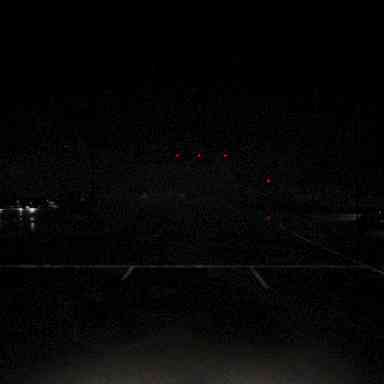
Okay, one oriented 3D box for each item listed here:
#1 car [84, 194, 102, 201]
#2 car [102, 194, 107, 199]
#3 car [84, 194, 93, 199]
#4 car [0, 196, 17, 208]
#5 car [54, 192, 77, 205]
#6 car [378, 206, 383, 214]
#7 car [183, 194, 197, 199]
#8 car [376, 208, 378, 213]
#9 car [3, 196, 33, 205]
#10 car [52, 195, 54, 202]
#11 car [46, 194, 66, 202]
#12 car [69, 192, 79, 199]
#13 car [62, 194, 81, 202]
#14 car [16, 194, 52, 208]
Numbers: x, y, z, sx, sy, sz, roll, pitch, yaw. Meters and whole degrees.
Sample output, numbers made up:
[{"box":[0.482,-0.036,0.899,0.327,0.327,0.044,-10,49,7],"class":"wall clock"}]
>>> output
[{"box":[-21.052,1.243,69.265,2.128,1.511,4.902,0,0,0],"class":"car"},{"box":[-23.010,1.172,85.436,2.128,1.511,4.902,0,0,-14],"class":"car"},{"box":[-27.116,1.234,87.121,1.895,1.301,4.718,0,0,-14],"class":"car"},{"box":[-24.618,1.336,43.492,1.837,1.490,4.892,0,0,0],"class":"car"},{"box":[-21.105,1.002,55.415,2.150,2.045,5.566,0,0,0],"class":"car"},{"box":[17.652,1.260,26.037,4.553,1.767,2.097,0,0,6],"class":"car"},{"box":[-0.158,1.201,94.634,1.895,1.301,4.718,0,0,-18],"class":"car"},{"box":[19.460,1.441,29.460,5.357,1.411,2.033,0,0,7],"class":"car"},{"box":[-28.094,1.332,53.976,2.033,1.411,5.357,0,0,1],"class":"car"},{"box":[-24.608,1.141,53.310,2.097,1.767,4.553,0,0,0],"class":"car"},{"box":[-28.049,1.245,68.861,2.128,1.511,4.902,0,0,0],"class":"car"},{"box":[-30.806,0.960,87.228,2.097,1.767,4.553,0,0,-14],"class":"car"},{"box":[-24.536,1.248,68.136,2.128,1.511,4.902,0,0,0],"class":"car"},{"box":[-21.119,1.330,44.764,1.837,1.490,4.892,0,0,0],"class":"car"}]
